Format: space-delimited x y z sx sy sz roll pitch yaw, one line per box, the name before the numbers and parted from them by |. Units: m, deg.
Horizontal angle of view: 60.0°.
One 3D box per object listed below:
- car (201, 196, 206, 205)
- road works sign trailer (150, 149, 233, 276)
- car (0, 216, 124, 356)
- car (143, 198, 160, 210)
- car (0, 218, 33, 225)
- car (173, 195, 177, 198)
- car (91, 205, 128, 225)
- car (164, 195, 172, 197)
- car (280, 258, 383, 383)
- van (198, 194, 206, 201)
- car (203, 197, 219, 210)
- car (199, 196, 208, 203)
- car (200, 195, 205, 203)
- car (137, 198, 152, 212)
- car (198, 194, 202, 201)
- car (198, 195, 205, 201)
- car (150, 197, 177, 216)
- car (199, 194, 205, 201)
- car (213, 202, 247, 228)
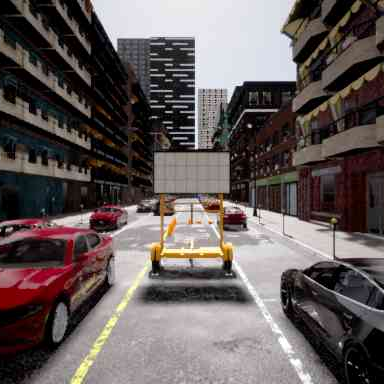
car | 2.554 1.576 44.522 1.887 1.381 4.507 1 0 0
road works sign trailer | -0.004 0.467 10.372 2.380 3.560 2.880 0 0 0
car | -2.852 1.479 6.476 1.882 1.535 5.008 0 0 0
car | -5.326 1.556 44.337 1.752 1.417 4.829 1 0 0
car | -5.312 1.548 10.368 1.887 1.381 4.507 1 0 0
car | -5.343 1.643 84.335 1.887 1.381 4.507 0 0 0
car | -5.316 1.554 21.747 1.887 1.381 4.507 1 0 0
car | -5.333 1.598 61.577 1.887 1.381 4.507 1 0 0
car | 2.571 1.567 4.694 1.947 1.339 4.313 1 0 0
van | 2.539 1.440 84.348 1.690 1.788 3.998 0 0 0
car | 2.556 1.607 38.831 1.802 1.307 4.206 1 0 0
car | 2.542 1.655 72.968 1.802 1.307 4.206 0 0 0
car | 2.552 1.582 50.211 1.887 1.381 4.507 1 0 0
car | -5.324 1.576 38.817 2.008 1.369 4.403 1 0 0
car | 2.545 1.588 67.449 1.752 1.417 4.829 0 0 0
car | 2.535 1.637 90.208 1.752 1.417 4.829 0 0 0
car | -2.765 1.545 33.273 1.812 1.442 4.674 0 0 0
car | 2.550 1.570 56.070 1.752 1.417 4.829 0 0 0
car | 2.563 1.591 21.762 1.802 1.307 4.206 1 0 0
